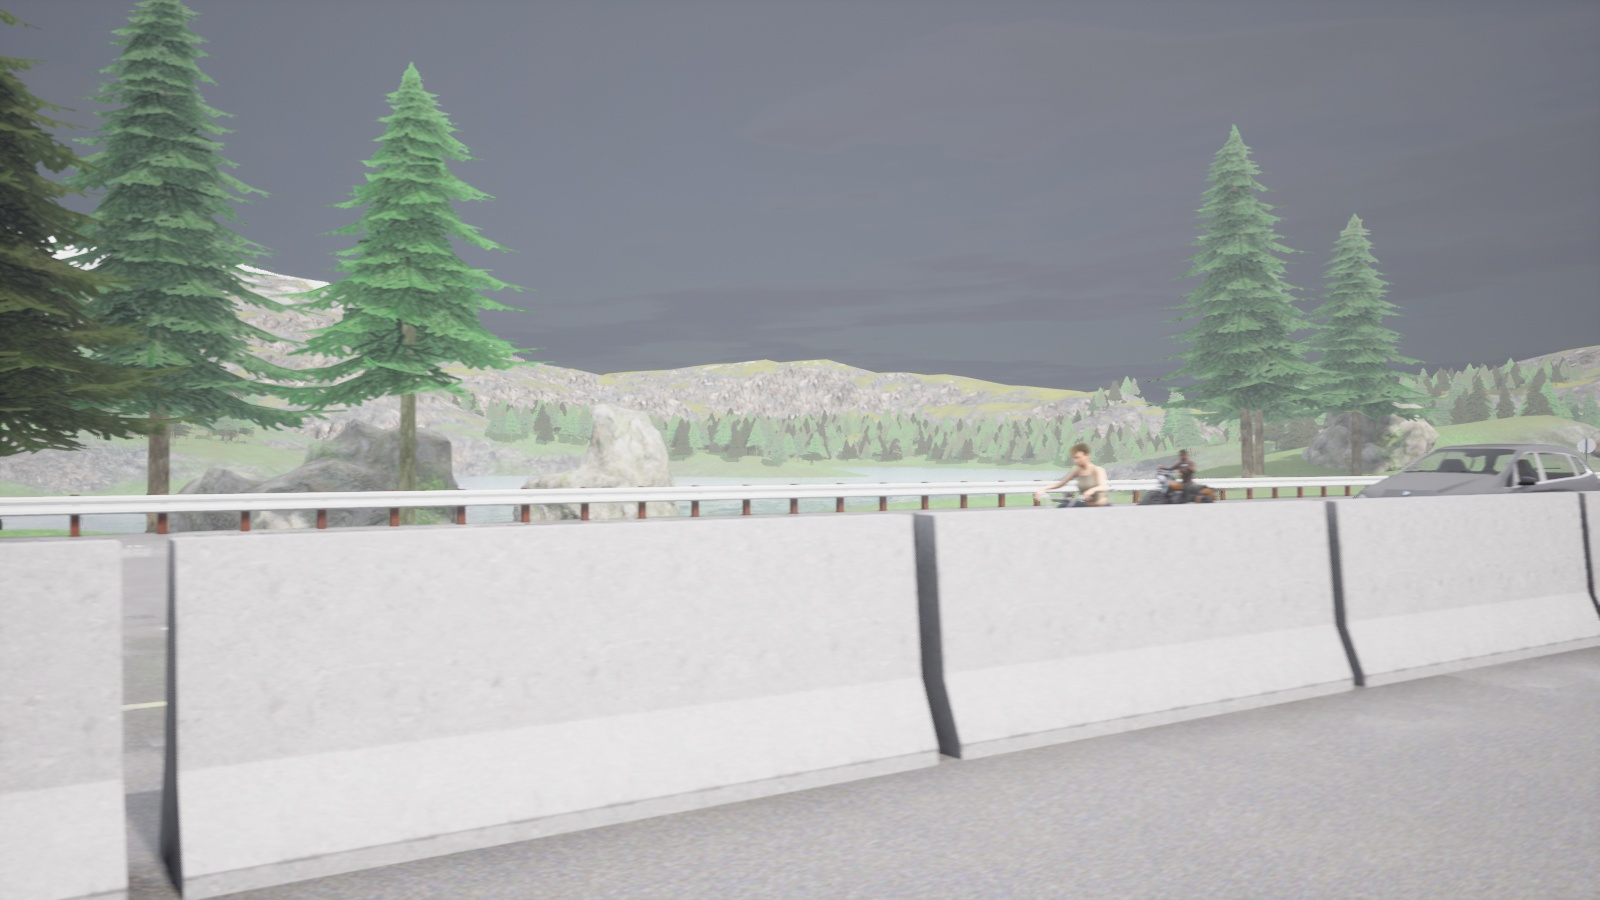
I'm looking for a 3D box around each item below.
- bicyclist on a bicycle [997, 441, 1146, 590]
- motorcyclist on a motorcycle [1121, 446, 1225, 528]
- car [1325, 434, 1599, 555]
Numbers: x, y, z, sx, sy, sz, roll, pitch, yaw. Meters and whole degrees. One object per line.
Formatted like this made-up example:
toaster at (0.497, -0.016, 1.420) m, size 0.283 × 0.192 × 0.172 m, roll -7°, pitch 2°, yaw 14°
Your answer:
bicyclist on a bicycle at (3.107, 0.710, 14.364) m, size 1.509 × 1.612 × 0.866 m, roll 0°, pitch 0°, yaw -35°
motorcyclist on a motorcycle at (7.795, 0.743, 26.191) m, size 2.350 × 1.649 × 0.766 m, roll 0°, pitch 0°, yaw -35°
car at (10.561, 0.615, 19.584) m, size 4.611 × 1.667 × 2.242 m, roll 0°, pitch 0°, yaw -35°
